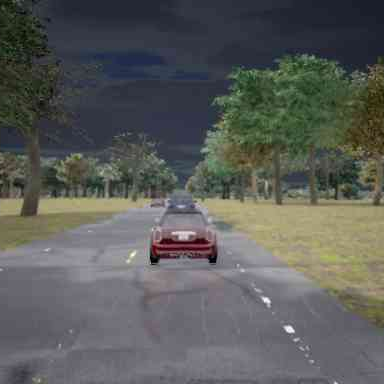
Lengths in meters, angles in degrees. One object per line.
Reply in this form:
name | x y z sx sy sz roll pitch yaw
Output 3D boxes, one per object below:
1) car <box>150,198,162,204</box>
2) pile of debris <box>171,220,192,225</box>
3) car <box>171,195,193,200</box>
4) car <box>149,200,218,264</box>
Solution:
car | -5.180 1.648 50.690 1.994 1.385 4.181 0 0 -1
pile of debris | -0.749 2.194 23.917 1.500 0.140 1.860 0 0 -2
car | -0.781 1.246 26.851 2.150 2.045 5.566 0 0 -1
car | -0.307 1.361 12.010 2.097 1.767 4.553 0 0 -2
